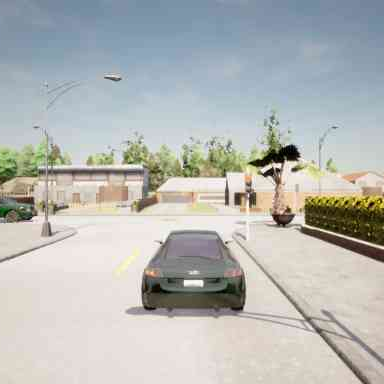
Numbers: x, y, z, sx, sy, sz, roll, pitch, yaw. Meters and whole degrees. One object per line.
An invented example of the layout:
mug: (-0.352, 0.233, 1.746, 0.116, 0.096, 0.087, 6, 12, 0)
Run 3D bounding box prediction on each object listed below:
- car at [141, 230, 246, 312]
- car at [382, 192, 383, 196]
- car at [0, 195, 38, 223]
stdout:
car: (0.042, 1.564, 7.790, 1.994, 1.385, 4.181, 0, 0, 0)
car: (37.875, 0.973, 64.998, 1.905, 1.878, 3.866, 0, 0, 0)
car: (-14.513, 1.221, 24.680, 5.566, 2.045, 2.150, 0, 0, 0)
